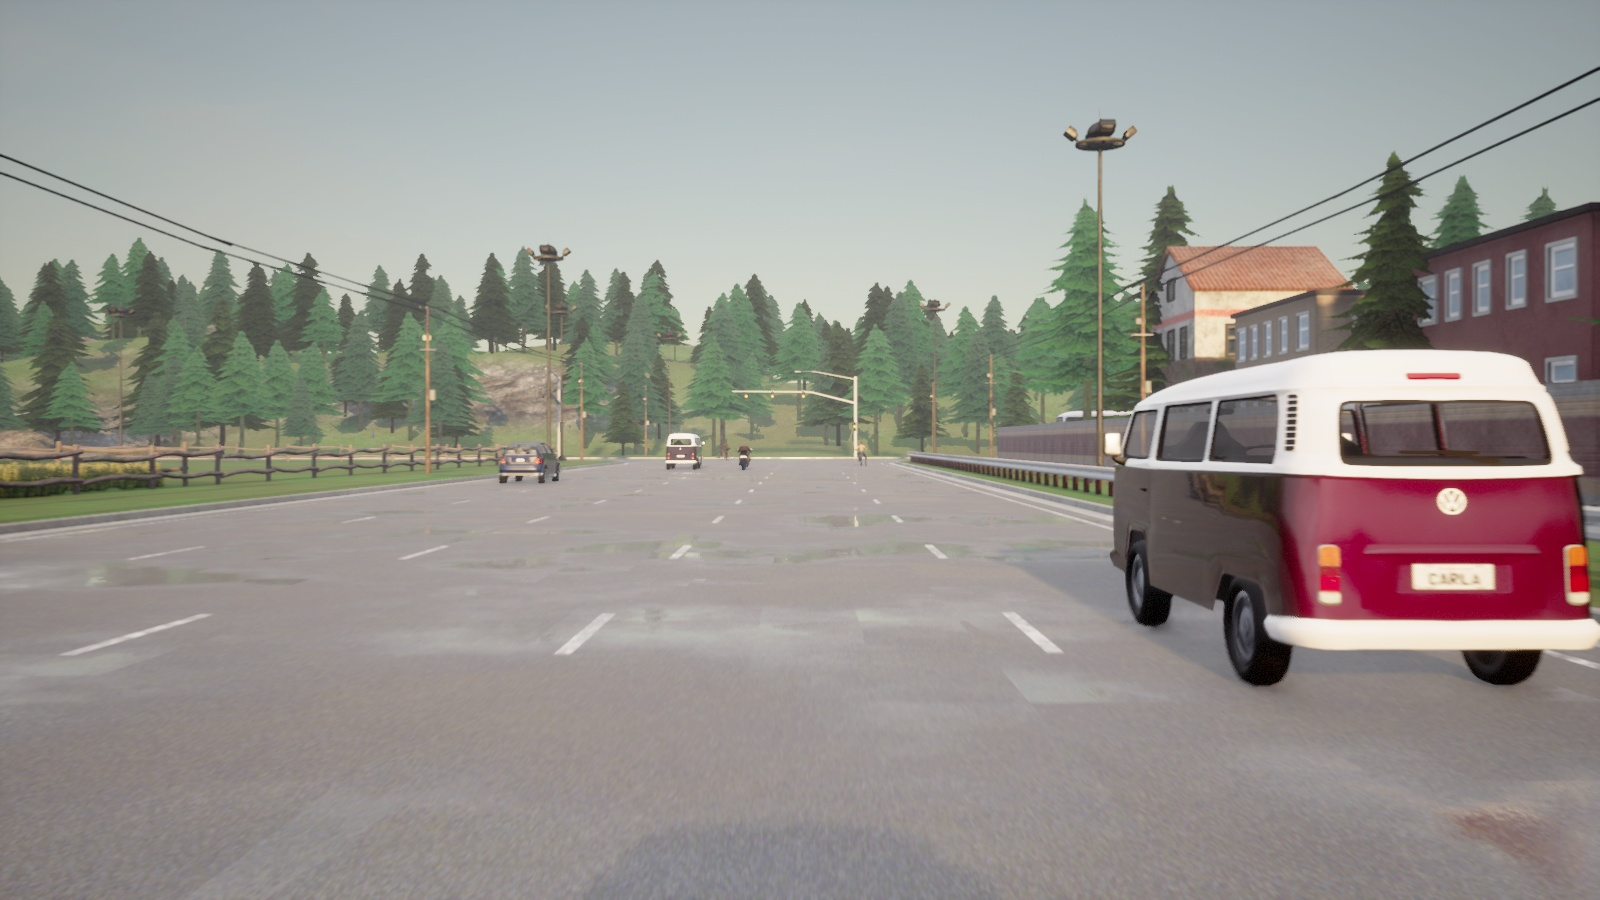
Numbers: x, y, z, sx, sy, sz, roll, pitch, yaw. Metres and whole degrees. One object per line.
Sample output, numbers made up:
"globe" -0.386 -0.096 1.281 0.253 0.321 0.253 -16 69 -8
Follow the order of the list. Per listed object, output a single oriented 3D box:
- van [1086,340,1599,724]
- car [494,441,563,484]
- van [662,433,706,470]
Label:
"van" 3.566 0.423 8.906 2.069 2.038 4.480 0 0 0
"car" -10.217 0.450 47.567 1.789 1.549 3.705 0 0 0
"van" -6.581 0.064 71.455 2.069 2.038 4.480 0 0 0
